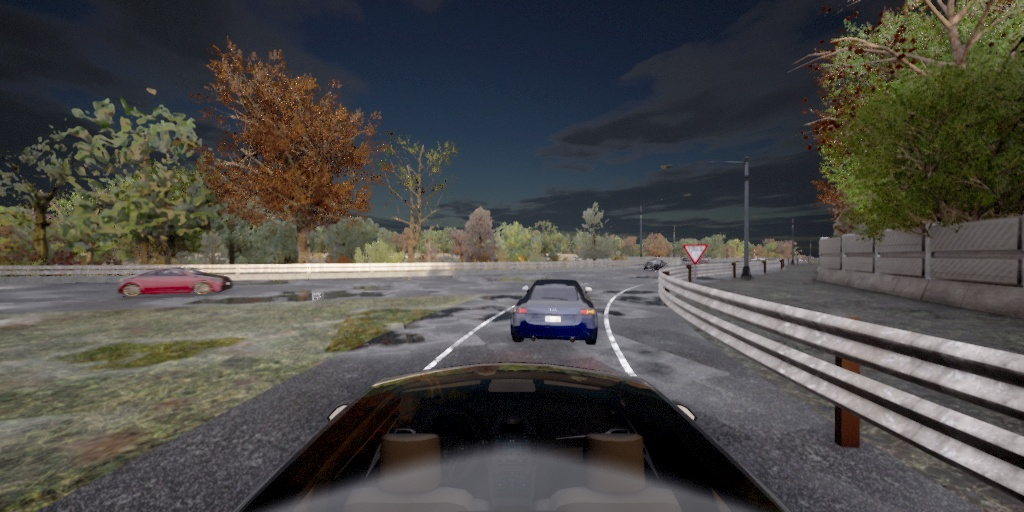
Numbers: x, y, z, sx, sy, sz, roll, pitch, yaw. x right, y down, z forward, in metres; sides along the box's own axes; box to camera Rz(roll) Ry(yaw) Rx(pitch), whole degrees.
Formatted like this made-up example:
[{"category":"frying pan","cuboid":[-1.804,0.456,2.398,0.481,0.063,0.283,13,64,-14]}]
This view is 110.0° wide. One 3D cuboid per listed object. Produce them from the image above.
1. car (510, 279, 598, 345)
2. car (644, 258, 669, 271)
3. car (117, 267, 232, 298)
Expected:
[{"category":"car","cuboid":[1.177,1.297,9.561,1.994,1.385,4.181,0,0,9]},{"category":"car","cuboid":[19.238,1.163,47.782,4.674,1.442,1.812,0,0,-45]},{"category":"car","cuboid":[-16.775,1.265,18.080,4.181,1.385,1.994,0,0,-21]}]
